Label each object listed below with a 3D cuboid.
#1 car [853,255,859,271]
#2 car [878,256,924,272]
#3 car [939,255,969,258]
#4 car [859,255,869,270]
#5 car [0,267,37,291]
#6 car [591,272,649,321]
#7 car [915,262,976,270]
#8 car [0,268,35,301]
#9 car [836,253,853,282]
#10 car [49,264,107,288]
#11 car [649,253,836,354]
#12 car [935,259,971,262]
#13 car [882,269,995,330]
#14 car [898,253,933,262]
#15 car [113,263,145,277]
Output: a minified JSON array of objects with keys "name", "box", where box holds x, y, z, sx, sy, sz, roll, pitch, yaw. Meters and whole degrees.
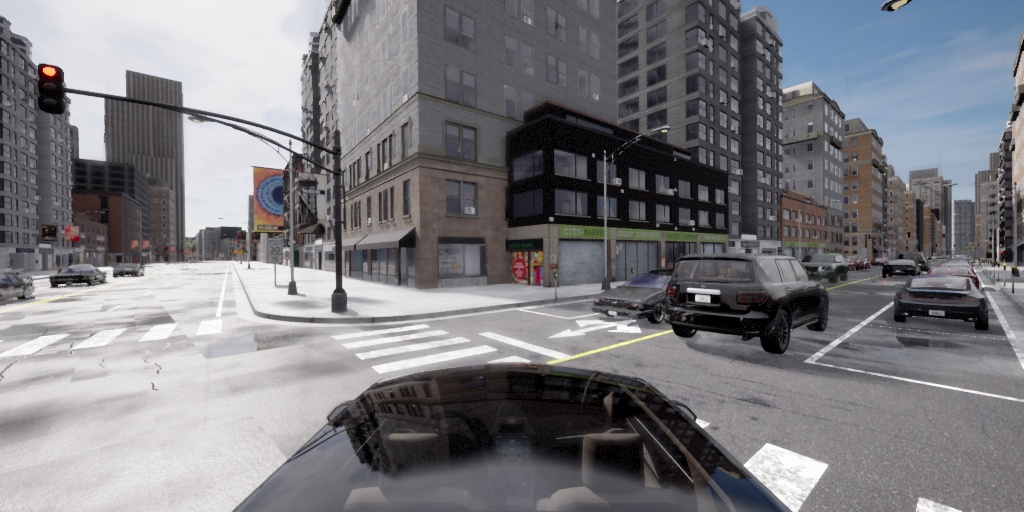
[{"name":"car","box":[38.526,0.957,41.915,4.097,1.591,1.967,0,0,-38]},{"name":"car","box":[32.088,1.026,29.515,5.008,1.535,1.882,0,0,-38]},{"name":"car","box":[43.810,0.937,35.224,4.097,1.591,1.967,0,0,-38]},{"name":"car","box":[42.967,0.817,45.426,5.009,1.841,2.192,0,0,-38]},{"name":"car","box":[-33.260,1.496,23.209,1.994,1.385,4.181,-1,0,-38]},{"name":"car","box":[5.033,1.270,12.160,5.357,1.411,2.033,0,0,-38]},{"name":"car","box":[21.605,1.158,17.667,4.507,1.381,1.888,0,0,-38]},{"name":"car","box":[-23.180,1.424,15.643,2.033,1.411,5.357,-1,0,-38]},{"name":"car","box":[22.246,0.819,25.752,5.566,2.045,2.150,-1,0,-38]},{"name":"car","box":[-31.313,1.497,25.986,1.895,1.301,4.718,-1,0,-38]},{"name":"car","box":[5.989,0.944,8.964,5.566,2.045,2.150,0,0,-38]},{"name":"car","box":[30.487,1.104,24.689,4.507,1.381,1.888,0,0,-38]},{"name":"car","box":[12.723,1.228,10.643,4.403,1.370,2.007,0,0,-38]},{"name":"car","box":[40.174,0.733,35.961,5.566,2.045,2.150,0,0,-38]},{"name":"car","box":[-40.977,1.505,38.411,1.837,1.490,4.892,-1,0,-38]}]
